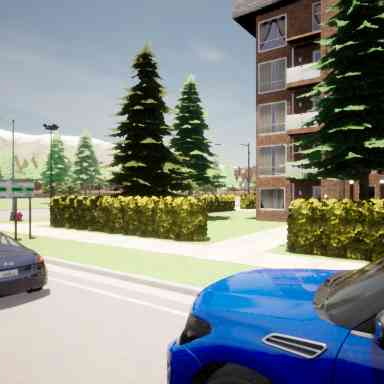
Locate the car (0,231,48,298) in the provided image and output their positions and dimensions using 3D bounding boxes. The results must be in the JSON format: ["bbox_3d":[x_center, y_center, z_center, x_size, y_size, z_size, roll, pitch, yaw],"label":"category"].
[{"bbox_3d":[-5.207,1.564,7.672,4.181,1.385,1.994,0,0,36],"label":"car"}]

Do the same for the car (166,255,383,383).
[{"bbox_3d":[2.411,1.221,2.270,5.566,2.045,2.150,0,0,36],"label":"car"}]
